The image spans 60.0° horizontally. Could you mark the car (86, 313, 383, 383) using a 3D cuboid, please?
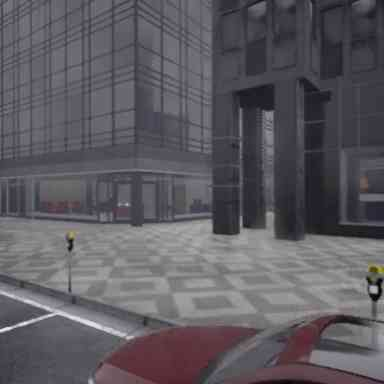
[{"bbox_3d":[0.990,1.584,2.257,4.206,1.307,1.802,0,0,36],"label":"car"}]
